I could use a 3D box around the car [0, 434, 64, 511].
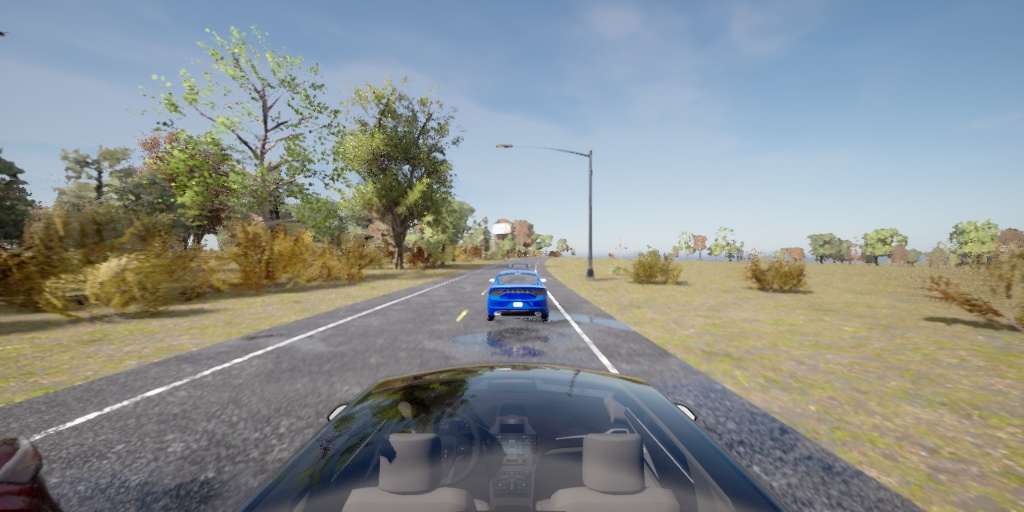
[{"bbox_3d":[-3.580,1.312,0.264,1.994,1.385,4.181,0,0,0],"label":"car"}]

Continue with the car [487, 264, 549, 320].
[{"bbox_3d":[0.204,1.228,12.676,1.882,1.535,5.008,0,0,1],"label":"car"}]
